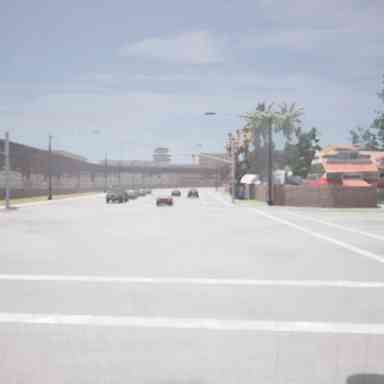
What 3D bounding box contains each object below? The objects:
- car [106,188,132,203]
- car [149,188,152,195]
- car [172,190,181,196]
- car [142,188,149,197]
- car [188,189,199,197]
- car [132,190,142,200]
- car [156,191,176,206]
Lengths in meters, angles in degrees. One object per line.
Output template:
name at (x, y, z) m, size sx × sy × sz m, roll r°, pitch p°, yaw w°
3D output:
car at (-10.477, 0.454, 46.800) m, size 2.150 × 2.045 × 5.566 m, roll 0°, pitch 1°, yaw 1°
car at (-10.373, -0.134, 76.967) m, size 1.812 × 1.442 × 4.674 m, roll 0°, pitch 2°, yaw 0°
car at (-3.286, 0.163, 69.293) m, size 1.994 × 1.385 × 4.181 m, roll 0°, pitch 2°, yaw 0°
car at (-10.390, 0.248, 66.639) m, size 1.994 × 1.385 × 4.181 m, roll 0°, pitch 2°, yaw 0°
car at (0.207, 0.092, 64.938) m, size 2.097 × 1.767 × 4.553 m, roll 0°, pitch 2°, yaw 0°
car at (-10.406, 0.523, 56.924) m, size 2.033 × 1.411 × 5.357 m, roll 0°, pitch 2°, yaw 0°
car at (-3.330, 0.961, 41.432) m, size 1.895 × 1.301 × 4.718 m, roll 0°, pitch 1°, yaw 0°
